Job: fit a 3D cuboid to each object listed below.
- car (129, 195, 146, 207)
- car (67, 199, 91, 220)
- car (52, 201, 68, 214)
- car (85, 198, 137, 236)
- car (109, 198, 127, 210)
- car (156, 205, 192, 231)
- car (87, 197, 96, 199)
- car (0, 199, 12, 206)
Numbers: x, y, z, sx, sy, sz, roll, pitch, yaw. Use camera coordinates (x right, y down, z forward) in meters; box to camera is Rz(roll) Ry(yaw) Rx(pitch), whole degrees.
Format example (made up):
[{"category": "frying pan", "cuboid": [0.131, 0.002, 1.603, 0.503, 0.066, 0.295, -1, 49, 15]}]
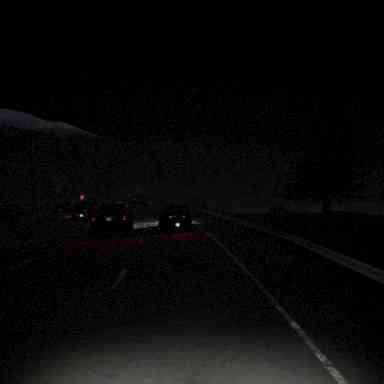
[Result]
[{"category": "car", "cuboid": [-9.088, 1.455, 55.143, 2.150, 2.045, 5.566, 0, 0, -20]}, {"category": "car", "cuboid": [-9.678, 1.698, 30.051, 1.837, 1.490, 4.892, 0, 0, -11]}, {"category": "car", "cuboid": [-15.418, 1.817, 39.604, 1.812, 1.442, 4.674, 0, 0, -15]}, {"category": "car", "cuboid": [-4.543, 1.452, 19.364, 2.097, 1.767, 4.553, -1, 0, -6]}, {"category": "car", "cuboid": [-11.201, 1.744, 49.961, 2.128, 1.511, 4.902, -1, 0, -19]}, {"category": "car", "cuboid": [-1.137, 1.562, 21.009, 1.837, 1.490, 4.892, 0, 0, -8]}, {"category": "car", "cuboid": [-16.805, 1.692, 55.310, 2.097, 1.767, 4.553, -1, 0, -21]}, {"category": "car", "cuboid": [-36.598, 2.068, 65.431, 1.882, 1.535, 5.008, -1, 0, -25]}]
